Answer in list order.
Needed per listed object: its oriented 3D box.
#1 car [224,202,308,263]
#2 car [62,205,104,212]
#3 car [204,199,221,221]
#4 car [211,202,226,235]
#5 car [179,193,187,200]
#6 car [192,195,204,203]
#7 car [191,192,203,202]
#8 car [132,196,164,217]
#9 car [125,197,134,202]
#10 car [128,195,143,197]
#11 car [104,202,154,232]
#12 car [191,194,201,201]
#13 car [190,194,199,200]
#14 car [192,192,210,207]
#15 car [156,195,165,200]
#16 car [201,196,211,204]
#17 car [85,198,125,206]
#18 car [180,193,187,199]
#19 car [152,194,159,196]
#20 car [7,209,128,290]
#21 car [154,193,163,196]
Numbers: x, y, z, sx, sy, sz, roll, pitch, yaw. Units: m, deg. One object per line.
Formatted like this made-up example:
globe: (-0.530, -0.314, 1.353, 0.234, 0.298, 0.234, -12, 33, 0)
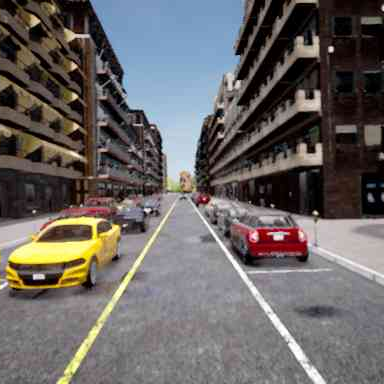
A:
car: (2.445, 1.323, 11.530, 1.967, 1.590, 4.097, -1, 0, -2)
car: (-6.081, 1.600, 16.903, 1.887, 1.381, 4.507, -1, 0, -2)
car: (2.143, 1.381, 22.662, 2.008, 1.369, 4.403, -1, 0, -2)
car: (2.294, 1.407, 17.097, 2.008, 1.369, 4.403, -1, 0, -2)
car: (-2.036, 1.238, 77.001, 1.895, 1.301, 4.718, -1, 0, -2)
car: (1.082, 1.200, 61.622, 1.887, 1.381, 4.507, -1, 0, -2)
car: (0.928, 0.946, 67.186, 2.192, 1.841, 5.009, -1, 0, -2)
car: (-3.826, 1.420, 30.524, 2.128, 1.511, 4.902, -1, 1, -1)
car: (-6.532, 1.504, 33.430, 1.752, 1.417, 4.829, -1, 0, -2)
car: (-6.690, 1.268, 39.165, 2.192, 1.841, 5.009, -1, 0, -2)
car: (-3.564, 1.546, 19.483, 1.994, 1.385, 4.181, -1, 0, -2)
car: (0.779, 1.158, 72.754, 2.008, 1.369, 4.403, -1, 0, -2)
car: (0.628, 1.149, 78.320, 1.947, 1.339, 4.313, -1, 0, -2)
car: (1.534, 1.044, 44.924, 2.192, 1.841, 5.009, -1, 0, -2)
car: (-7.899, 1.340, 83.692, 1.802, 1.307, 4.206, -1, 0, -2)
car: (1.987, 1.329, 28.398, 1.752, 1.417, 4.829, -1, 0, -2)
car: (-6.235, 1.344, 22.468, 2.192, 1.841, 5.009, -1, 0, -2)
car: (-2.312, 1.025, 87.004, 1.812, 1.442, 4.674, -1, 0, -2)
car: (-7.142, 1.444, 55.864, 1.947, 1.339, 4.313, -1, 0, -2)
car: (-3.301, 1.507, 9.524, 1.882, 1.535, 5.008, -1, 0, -1)
car: (-7.599, 1.121, 72.559, 2.192, 1.841, 5.009, -1, 0, -2)
